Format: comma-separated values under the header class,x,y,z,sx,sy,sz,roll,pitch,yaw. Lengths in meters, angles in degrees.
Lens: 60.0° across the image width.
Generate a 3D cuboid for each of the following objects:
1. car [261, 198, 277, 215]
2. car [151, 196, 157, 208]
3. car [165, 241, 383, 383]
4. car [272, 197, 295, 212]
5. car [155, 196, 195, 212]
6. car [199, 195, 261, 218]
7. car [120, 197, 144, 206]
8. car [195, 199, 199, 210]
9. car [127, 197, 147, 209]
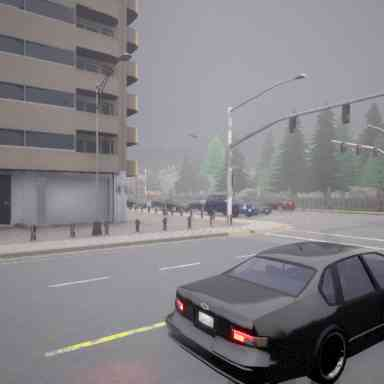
class,x,y,z,sx,sy,sz,roll,pitch,yaw
car,6.110,1.619,33.974,1.994,1.385,4.181,0,0,-36
car,-4.164,1.407,48.252,2.097,1.767,4.553,0,0,-36
car,2.217,1.547,5.361,5.357,1.411,2.033,0,0,-35
car,10.231,1.407,40.525,2.097,1.767,4.553,0,0,-35
car,-2.106,1.560,39.393,1.837,1.490,4.892,0,0,-36
car,3.488,1.277,31.624,2.150,2.045,5.566,0,0,-36
car,-10.339,1.603,56.893,2.033,1.411,5.357,0,0,-35
car,1.077,1.581,40.976,1.812,1.442,4.674,0,0,-36
car,-8.185,1.560,47.846,1.837,1.490,4.892,0,0,-36
